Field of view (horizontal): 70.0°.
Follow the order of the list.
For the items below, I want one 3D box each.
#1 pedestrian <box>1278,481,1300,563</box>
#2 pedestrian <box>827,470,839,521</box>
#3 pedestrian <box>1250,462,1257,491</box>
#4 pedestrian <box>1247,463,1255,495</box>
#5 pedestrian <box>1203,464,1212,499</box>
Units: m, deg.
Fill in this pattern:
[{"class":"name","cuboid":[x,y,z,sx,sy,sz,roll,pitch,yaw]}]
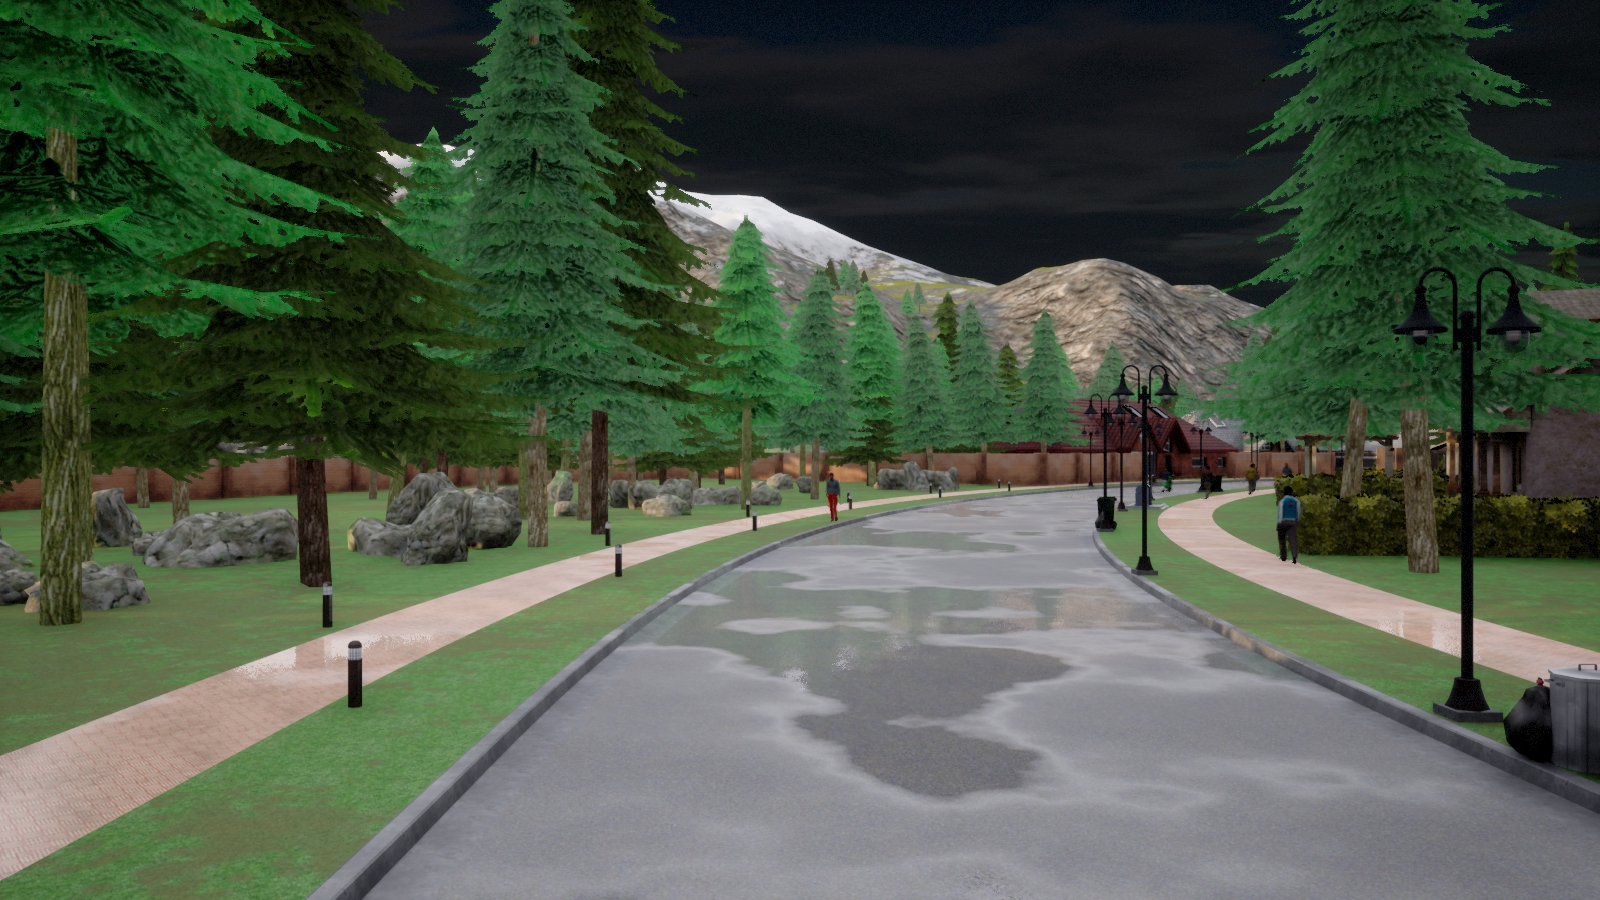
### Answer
[{"class":"pedestrian","cuboid":[11.323,1.664,26.458,0.375,1.860,0.375,0,0,6]},{"class":"pedestrian","cuboid":[1.216,1.665,41.701,0.375,1.860,0.375,0,0,15]},{"class":"pedestrian","cuboid":[28.564,1.663,72.004,0.375,1.860,0.375,0,0,20]},{"class":"pedestrian","cuboid":[26.090,1.662,66.065,0.375,1.860,0.375,0,0,32]},{"class":"pedestrian","cuboid":[21.709,1.663,60.868,0.375,1.860,0.375,0,0,34]}]
